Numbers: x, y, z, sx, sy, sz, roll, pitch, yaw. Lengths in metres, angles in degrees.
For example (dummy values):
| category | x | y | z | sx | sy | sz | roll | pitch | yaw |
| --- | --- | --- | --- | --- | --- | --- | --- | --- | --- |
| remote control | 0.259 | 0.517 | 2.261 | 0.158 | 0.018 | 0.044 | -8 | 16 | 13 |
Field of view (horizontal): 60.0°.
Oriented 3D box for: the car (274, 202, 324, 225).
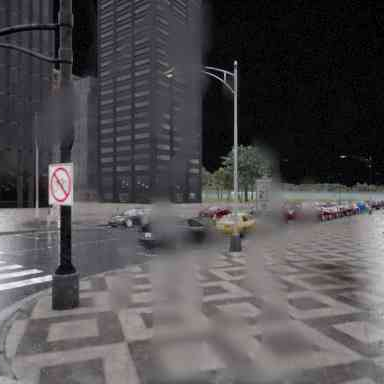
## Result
| category | x | y | z | sx | sy | sz | roll | pitch | yaw |
| --- | --- | --- | --- | --- | --- | --- | --- | --- | --- |
| car | 9.317 | 1.791 | 28.637 | 2.192 | 1.841 | 5.009 | -1 | -2 | 36 |

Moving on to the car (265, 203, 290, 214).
| category | x | y | z | sx | sy | sz | roll | pitch | yaw |
| --- | --- | --- | --- | --- | --- | --- | --- | --- | --- |
| car | 12.217 | 2.304 | 47.369 | 2.008 | 1.369 | 4.403 | -1 | -2 | 36 |

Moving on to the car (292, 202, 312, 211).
| category | x | y | z | sx | sy | sz | roll | pitch | yaw |
| --- | --- | --- | --- | --- | --- | --- | --- | --- | --- |
| car | 18.775 | 2.493 | 56.557 | 2.008 | 1.369 | 4.403 | -1 | -2 | 36 |

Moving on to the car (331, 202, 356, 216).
| category | x | y | z | sx | sy | sz | roll | pitch | yaw |
| --- | --- | --- | --- | --- | --- | --- | --- | --- | --- |
| car | 19.153 | 2.303 | 42.413 | 1.887 | 1.381 | 4.507 | -1 | -2 | 36 |

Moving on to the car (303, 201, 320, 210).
| category | x | y | z | sx | sy | sz | roll | pitch | yaw |
| --- | --- | --- | --- | --- | --- | --- | --- | --- | --- |
| car | 22.053 | 2.475 | 61.153 | 1.967 | 1.590 | 4.097 | -1 | -2 | 36 |

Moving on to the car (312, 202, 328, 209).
| category | x | y | z | sx | sy | sz | roll | pitch | yaw |
| --- | --- | --- | --- | --- | --- | --- | --- | --- | --- |
| car | 25.332 | 2.671 | 65.744 | 1.887 | 1.381 | 4.507 | -1 | -2 | 36 |

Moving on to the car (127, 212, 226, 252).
| category | x | y | z | sx | sy | sz | roll | pitch | yaw |
| --- | --- | --- | --- | --- | --- | --- | --- | --- | --- |
| car | -0.517 | 1.774 | 14.850 | 1.947 | 1.339 | 4.313 | -1 | -2 | 36 |

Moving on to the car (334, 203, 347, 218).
| category | x | y | z | sx | sy | sz | roll | pitch | yaw |
| --- | --- | --- | --- | --- | --- | --- | --- | --- | --- |
| car | 15.879 | 2.245 | 37.823 | 1.802 | 1.307 | 4.206 | -1 | -2 | 36 |

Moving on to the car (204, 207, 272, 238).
| category | x | y | z | sx | sy | sz | roll | pitch | yaw |
| --- | --- | --- | --- | --- | --- | --- | --- | --- | --- |
| car | 2.859 | 1.823 | 19.582 | 1.752 | 1.417 | 4.829 | -1 | -2 | 36 |

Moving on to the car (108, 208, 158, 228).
| category | x | y | z | sx | sy | sz | roll | pitch | yaw |
| --- | --- | --- | --- | --- | --- | --- | --- | --- | --- |
| car | -4.173 | 1.840 | 24.402 | 2.008 | 1.369 | 4.403 | -1 | -1 | 36 |

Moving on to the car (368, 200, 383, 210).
| category | x | y | z | sx | sy | sz | roll | pitch | yaw |
| --- | --- | --- | --- | --- | --- | --- | --- | --- | --- |
| car | 35.547 | 2.538 | 65.388 | 2.192 | 1.841 | 5.009 | -1 | -2 | 36 |

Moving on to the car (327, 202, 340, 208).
| category | x | y | z | sx | sy | sz | roll | pitch | yaw |
| --- | --- | --- | --- | --- | --- | --- | --- | --- | --- |
| car | 31.889 | 2.889 | 74.931 | 1.802 | 1.307 | 4.206 | -1 | -2 | 36 |

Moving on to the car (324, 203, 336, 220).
| category | x | y | z | sx | sy | sz | roll | pitch | yaw |
| --- | --- | --- | --- | --- | --- | --- | --- | --- | --- |
| car | 12.596 | 2.113 | 33.225 | 1.887 | 1.381 | 4.507 | -1 | -2 | 36 |

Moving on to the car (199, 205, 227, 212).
| category | x | y | z | sx | sy | sz | roll | pitch | yaw |
| --- | --- | --- | --- | --- | --- | --- | --- | --- | --- |
| car | 2.383 | 2.015 | 33.590 | 1.887 | 1.381 | 4.507 | -1 | -2 | 36 |

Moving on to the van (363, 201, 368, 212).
| category | x | y | z | sx | sy | sz | roll | pitch | yaw |
| --- | --- | --- | --- | --- | --- | --- | --- | --- | --- |
| van | 25.710 | 2.288 | 51.605 | 1.690 | 1.788 | 3.998 | -1 | -2 | 36 |

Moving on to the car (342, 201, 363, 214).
| category | x | y | z | sx | sy | sz | roll | pitch | yaw |
| --- | --- | --- | --- | --- | --- | --- | --- | --- | --- |
| car | 22.431 | 2.294 | 47.009 | 1.967 | 1.590 | 4.097 | -1 | -2 | 36 |

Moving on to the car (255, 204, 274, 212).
| category | x | y | z | sx | sy | sz | roll | pitch | yaw |
| --- | --- | --- | --- | --- | --- | --- | --- | --- | --- |
| car | 8.939 | 2.208 | 42.776 | 2.008 | 1.369 | 4.403 | -1 | -2 | 36 |

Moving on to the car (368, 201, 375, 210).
| category | x | y | z | sx | sy | sz | roll | pitch | yaw |
| --- | --- | --- | --- | --- | --- | --- | --- | --- | --- |
| car | 28.990 | 2.591 | 56.194 | 2.008 | 1.369 | 4.403 | -1 | -2 | 36 |

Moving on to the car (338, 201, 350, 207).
| category | x | y | z | sx | sy | sz | roll | pitch | yaw |
| --- | --- | --- | --- | --- | --- | --- | --- | --- | --- |
| car | 38.446 | 3.036 | 84.118 | 2.008 | 1.369 | 4.403 | -1 | -1 | 36 |
